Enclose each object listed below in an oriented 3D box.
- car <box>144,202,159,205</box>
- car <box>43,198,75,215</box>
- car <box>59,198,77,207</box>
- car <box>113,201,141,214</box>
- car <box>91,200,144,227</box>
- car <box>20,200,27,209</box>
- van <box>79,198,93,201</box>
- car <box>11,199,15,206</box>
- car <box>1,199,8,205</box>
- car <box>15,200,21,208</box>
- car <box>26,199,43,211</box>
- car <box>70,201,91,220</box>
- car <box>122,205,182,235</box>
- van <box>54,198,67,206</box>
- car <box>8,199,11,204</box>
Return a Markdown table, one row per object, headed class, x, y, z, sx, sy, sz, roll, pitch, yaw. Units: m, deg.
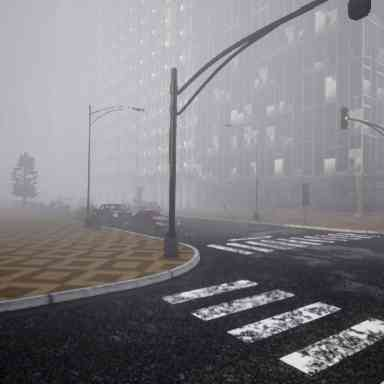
| class | x | y | z | sx | sy | sz | roll | pitch | yaw |
| --- | --- | --- | --- | --- | --- | --- | --- | --- | --- |
| car | -5.135 | 1.832 | 38.149 | 1.967 | 1.590 | 4.097 | 1 | -1 | -35 |
| car | -15.259 | 1.739 | 38.011 | 1.967 | 1.590 | 4.097 | 1 | -1 | -35 |
| car | -24.662 | 2.036 | 66.106 | 2.192 | 1.841 | 5.009 | 1 | -1 | -35 |
| car | -8.486 | 1.974 | 42.946 | 1.752 | 1.417 | 4.829 | 1 | -1 | -35 |
| car | -5.496 | 1.575 | 24.033 | 1.967 | 1.590 | 4.097 | 1 | -1 | -35 |
| car | -25.023 | 2.029 | 51.987 | 1.947 | 1.339 | 4.313 | 1 | -1 | -35 |
| van | -18.153 | 1.952 | 56.787 | 1.690 | 1.788 | 3.998 | 1 | -1 | -35 |
| car | -31.533 | 2.123 | 61.305 | 2.008 | 1.369 | 4.403 | 1 | -1 | -35 |
| car | -41.296 | 2.287 | 75.283 | 2.008 | 1.369 | 4.403 | 1 | -1 | -35 |
| car | -28.277 | 2.062 | 56.647 | 1.887 | 1.381 | 4.507 | 1 | -1 | -35 |
| car | -21.769 | 1.959 | 47.328 | 2.008 | 1.369 | 4.403 | 1 | -1 | -35 |
| car | -8.653 | 1.713 | 28.552 | 1.752 | 1.417 | 4.829 | 1 | -1 | -35 |
| car | -2.241 | 1.662 | 19.372 | 1.802 | 1.307 | 4.206 | 1 | -1 | -35 |
| van | -27.916 | 2.117 | 70.765 | 1.690 | 1.788 | 3.998 | 1 | -1 | -35 |
| car | -34.787 | 2.209 | 65.965 | 1.802 | 1.307 | 4.206 | 1 | -1 | -35 |
